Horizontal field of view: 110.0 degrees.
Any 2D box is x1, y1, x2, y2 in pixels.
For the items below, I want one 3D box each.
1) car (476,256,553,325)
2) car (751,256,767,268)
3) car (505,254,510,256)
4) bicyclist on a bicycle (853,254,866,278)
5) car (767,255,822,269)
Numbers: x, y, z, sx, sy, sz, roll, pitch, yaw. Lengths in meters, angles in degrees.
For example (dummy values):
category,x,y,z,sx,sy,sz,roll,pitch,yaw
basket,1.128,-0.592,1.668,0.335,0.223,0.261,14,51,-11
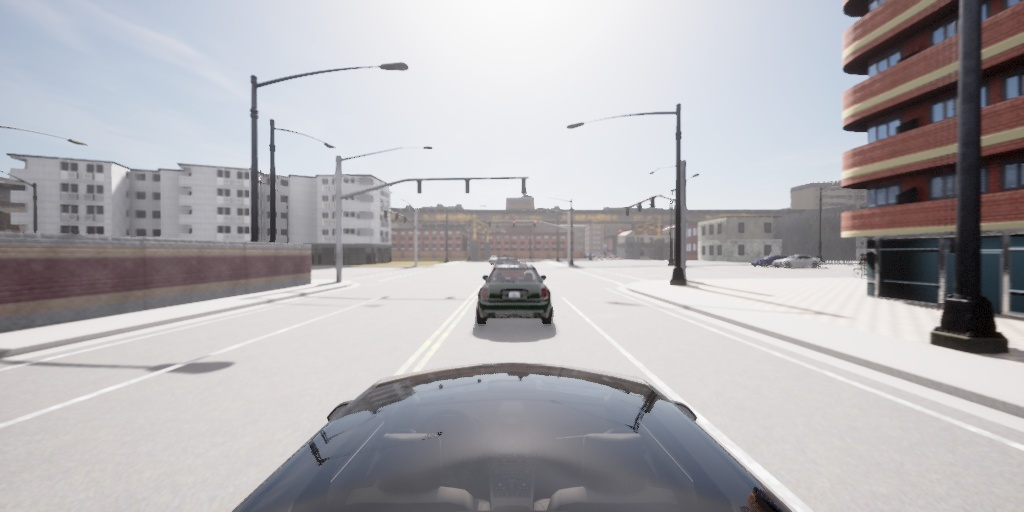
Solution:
category,x,y,z,sx,sy,sz,roll,pitch,yaw
car,0.074,1.021,11.620,2.097,1.767,4.553,0,1,0
car,31.123,0.593,42.803,4.674,1.442,1.812,-1,0,1
car,-0.429,0.884,25.163,2.097,1.767,4.553,0,1,-5
bicyclist on a bicycle,22.643,0.667,22.995,0.582,1.620,1.656,-1,0,1
car,31.216,0.618,39.311,4.674,1.442,1.812,-1,0,2
